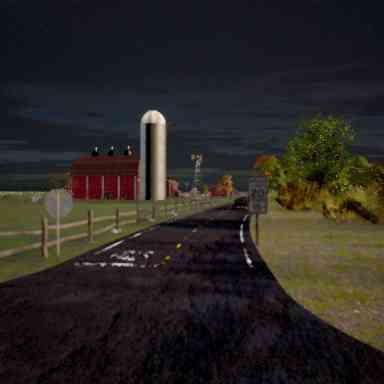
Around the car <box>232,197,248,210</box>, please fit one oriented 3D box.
[{"bbox_3d":[6.475,1.665,45.518,1.837,1.490,4.892,0,0,11],"label":"car"}]

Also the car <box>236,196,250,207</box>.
[{"bbox_3d":[8.515,1.564,55.710,2.097,1.767,4.553,0,0,11],"label":"car"}]
